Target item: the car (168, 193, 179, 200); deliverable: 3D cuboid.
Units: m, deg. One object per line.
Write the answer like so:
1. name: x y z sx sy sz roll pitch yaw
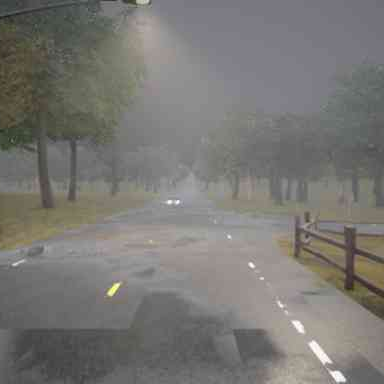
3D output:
1. car: -3.519 0.938 63.879 1.895 1.301 4.718 0 1 0
